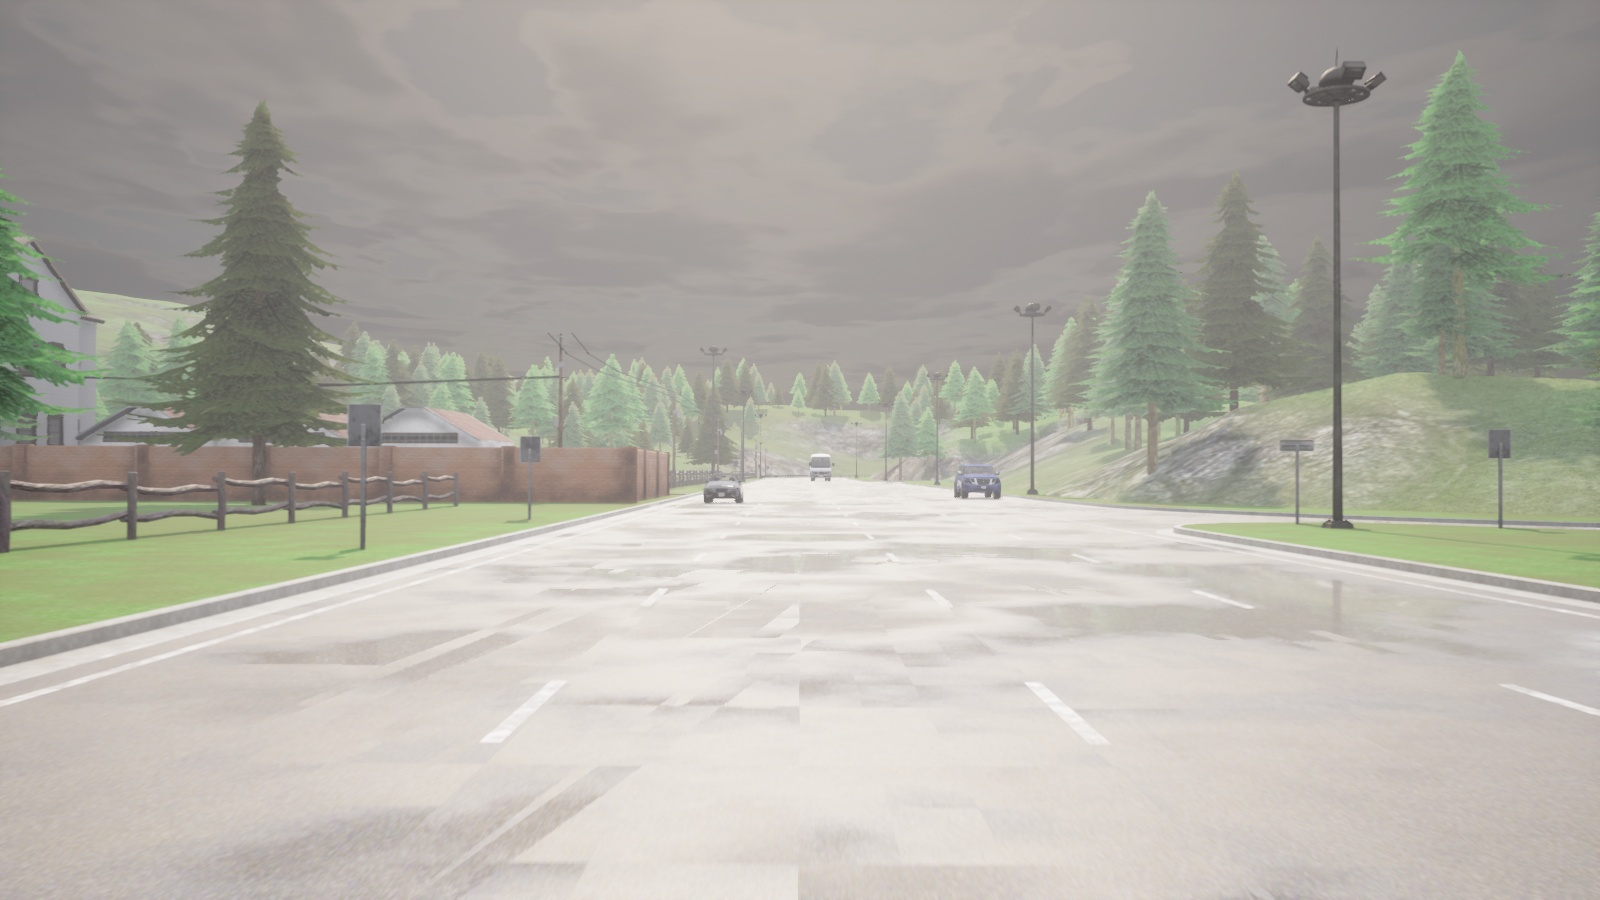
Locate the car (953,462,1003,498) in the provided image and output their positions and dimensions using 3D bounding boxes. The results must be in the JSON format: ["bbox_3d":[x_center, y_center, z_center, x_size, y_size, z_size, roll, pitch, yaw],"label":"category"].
[{"bbox_3d":[10.335,1.720,73.364,2.150,2.045,5.566,0,-1,0],"label":"car"}]

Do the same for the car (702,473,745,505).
[{"bbox_3d":[-3.634,1.849,60.126,1.816,1.474,4.193,0,-1,0],"label":"car"}]
